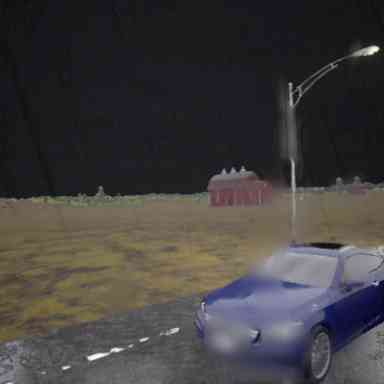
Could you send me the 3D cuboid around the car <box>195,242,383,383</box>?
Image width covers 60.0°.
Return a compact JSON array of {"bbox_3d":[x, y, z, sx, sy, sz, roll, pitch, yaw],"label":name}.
[{"bbox_3d":[2.165,1.660,5.779,4.674,1.442,1.812,0,-2,-41],"label":"car"}]
